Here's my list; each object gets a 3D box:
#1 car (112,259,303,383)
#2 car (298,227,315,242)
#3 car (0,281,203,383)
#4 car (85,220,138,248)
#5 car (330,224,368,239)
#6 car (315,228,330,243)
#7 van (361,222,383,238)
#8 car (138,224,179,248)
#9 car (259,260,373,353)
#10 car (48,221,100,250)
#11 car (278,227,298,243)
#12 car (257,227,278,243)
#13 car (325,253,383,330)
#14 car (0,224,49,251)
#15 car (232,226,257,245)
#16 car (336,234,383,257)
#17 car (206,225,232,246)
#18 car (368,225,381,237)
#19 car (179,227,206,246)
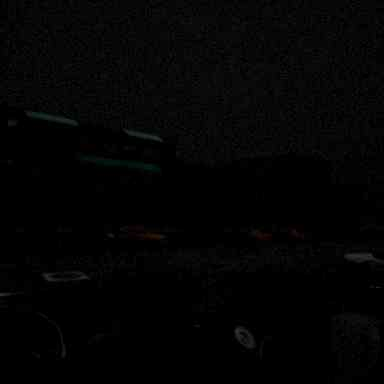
[{"bbox_3d":[-0.119,2.670,7.836,4.553,1.767,2.185,3,-2,34],"label":"car"},{"bbox_3d":[10.073,4.564,36.220,5.366,1.575,1.946,1,-3,34],"label":"car"},{"bbox_3d":[-2.546,2.582,6.046,4.892,1.521,2.231,3,-2,34],"label":"car"},{"bbox_3d":[-6.559,2.970,24.085,4.553,1.767,2.185,1,-4,34],"label":"car"},{"bbox_3d":[19.794,5.287,43.044,4.553,1.767,2.185,1,-4,34],"label":"car"},{"bbox_3d":[12.651,4.811,37.837,4.792,1.488,2.163,1,-4,34],"label":"car"},{"bbox_3d":[26.912,5.816,48.265,4.442,1.987,1.878,1,-3,34],"label":"van"},{"bbox_3d":[-3.989,3.306,25.685,5.366,1.575,1.946,1,-4,34],"label":"car"},{"bbox_3d":[2.376,2.887,9.556,4.553,1.767,2.185,3,-2,34],"label":"car"},{"bbox_3d":[-8.940,2.886,22.339,4.892,1.521,2.231,1,-4,34],"label":"car"},{"bbox_3d":[7.837,4.360,34.402,5.008,1.535,2.097,1,-3,34],"label":"car"},{"bbox_3d":[5.281,4.143,32.774,5.366,1.575,1.946,1,-3,34],"label":"car"},{"bbox_3d":[4.824,3.103,11.325,4.553,1.767,2.185,3,-2,34],"label":"car"},{"bbox_3d":[-11.334,2.715,20.610,4.674,1.452,2.002,1,-3,34],"label":"car"},{"bbox_3d":[3.038,3.938,30.946,5.008,1.535,2.097,1,-4,35],"label":"car"},{"bbox_3d":[9.676,3.405,14.876,5.566,2.045,2.435,3,-2,34],"label":"car"},{"bbox_3d":[0.618,3.756,29.239,4.792,1.488,2.163,1,-3,34],"label":"car"},{"bbox_3d":[22.214,5.624,44.746,4.892,1.521,2.231,1,-3,34],"label":"car"},{"bbox_3d":[-1.755,3.518,27.504,4.892,1.521,2.231,1,-4,34],"label":"car"}]
